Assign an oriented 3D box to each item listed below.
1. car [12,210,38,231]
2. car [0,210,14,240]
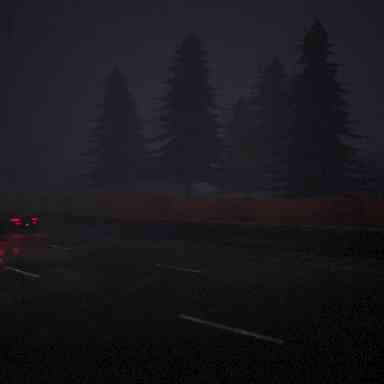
[{"bbox_3d":[-12.585,2.011,23.668,4.674,1.442,1.812,-1,-2,44],"label":"car"},{"bbox_3d":[-12.088,1.853,18.442,4.902,1.511,2.128,-1,-2,43],"label":"car"}]
